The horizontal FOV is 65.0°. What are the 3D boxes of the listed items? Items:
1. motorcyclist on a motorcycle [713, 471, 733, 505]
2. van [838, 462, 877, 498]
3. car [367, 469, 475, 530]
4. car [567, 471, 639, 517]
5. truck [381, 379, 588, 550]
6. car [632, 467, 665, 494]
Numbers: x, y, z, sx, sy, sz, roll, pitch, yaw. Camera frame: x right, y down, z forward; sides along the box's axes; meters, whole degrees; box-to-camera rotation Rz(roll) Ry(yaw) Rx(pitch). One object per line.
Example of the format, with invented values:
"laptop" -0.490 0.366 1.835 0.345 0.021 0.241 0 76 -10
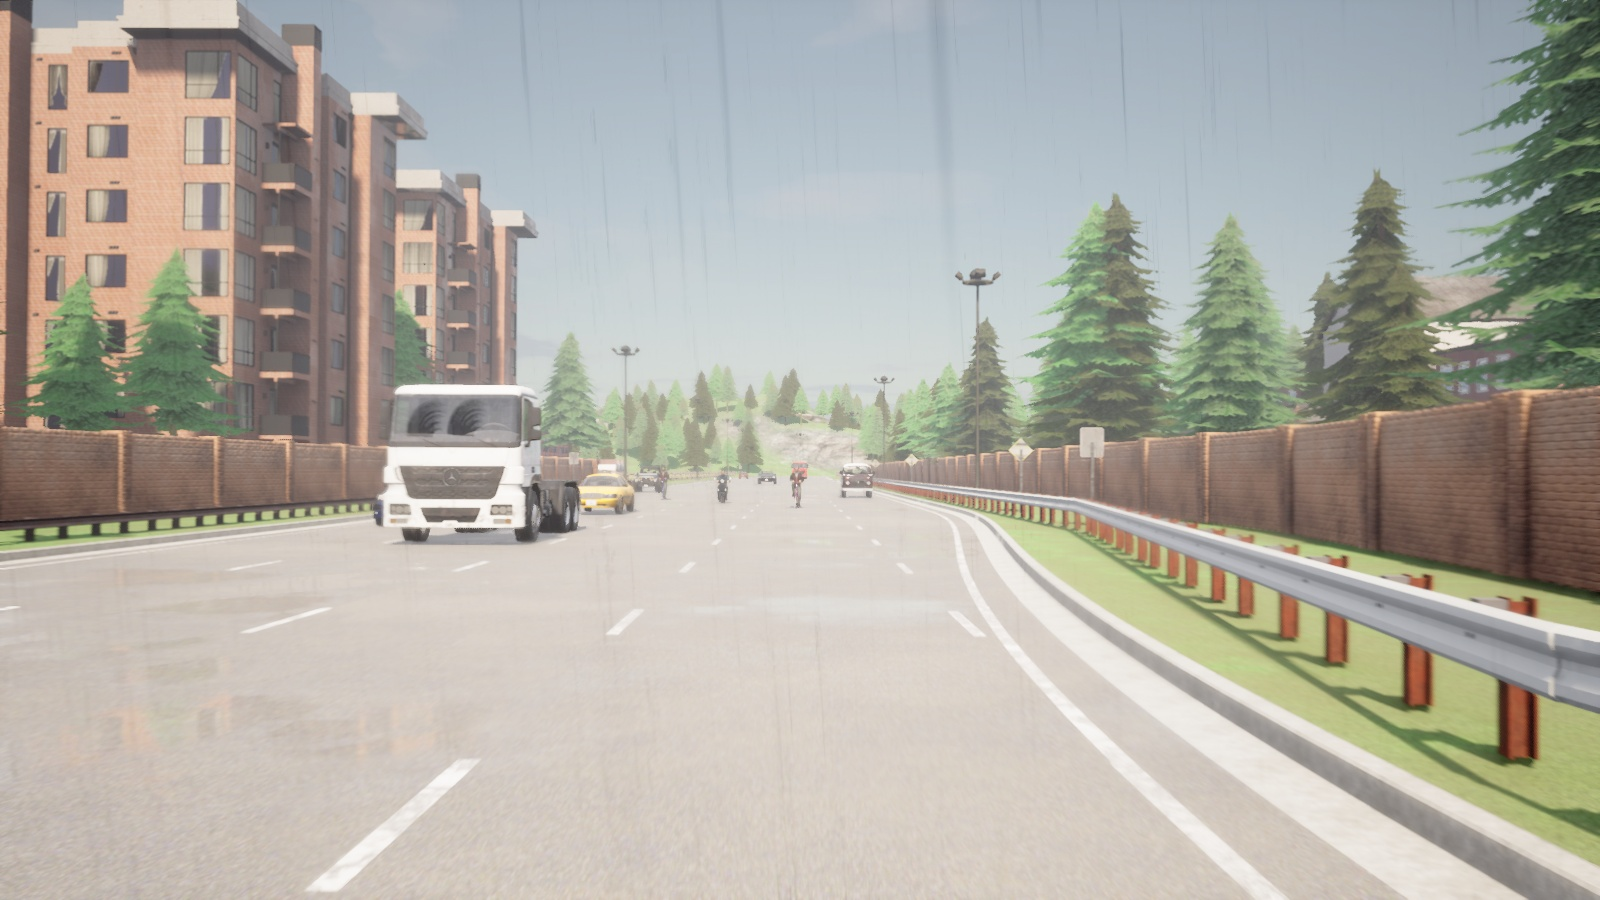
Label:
"motorcyclist on a motorcycle" -3.645 1.778 59.530 0.866 1.590 1.817 0 -1 0
"van" 3.319 1.761 73.833 2.069 2.038 4.480 0 -1 0
"car" -10.586 1.347 35.377 1.851 1.617 3.988 0 -1 0
"car" -7.112 1.547 45.817 1.801 1.575 5.366 0 -1 0
"truck" -7.076 0.354 29.479 2.891 3.462 7.936 0 -1 0
"car" -10.717 2.144 89.151 1.905 1.878 3.866 0 -1 0
